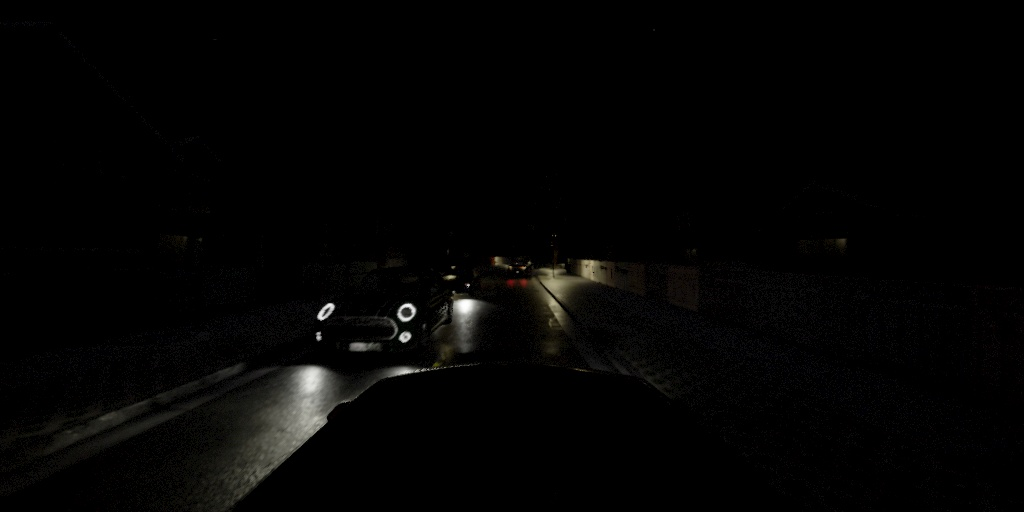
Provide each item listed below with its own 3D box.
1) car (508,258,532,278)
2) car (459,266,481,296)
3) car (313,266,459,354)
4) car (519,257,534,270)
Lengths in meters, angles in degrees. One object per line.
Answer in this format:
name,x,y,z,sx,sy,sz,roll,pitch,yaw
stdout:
car,0.609,1.216,34.036,2.128,1.511,4.902,0,0,3
car,-2.699,1.267,19.300,2.033,1.411,5.357,0,0,0
car,-2.799,1.079,8.832,2.097,1.767,4.553,0,0,1
car,1.784,1.216,48.161,1.837,1.490,4.892,0,1,7
